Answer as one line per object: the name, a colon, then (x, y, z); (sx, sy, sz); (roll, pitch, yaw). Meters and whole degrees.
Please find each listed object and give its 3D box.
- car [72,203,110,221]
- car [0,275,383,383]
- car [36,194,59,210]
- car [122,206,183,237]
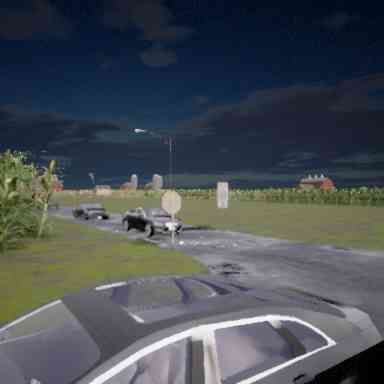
car: (-8.704, 1.620, 28.315); (2.033, 1.411, 5.357); (1, 0, -34)
car: (-0.512, 1.515, 2.432); (4.902, 1.511, 2.128); (1, -1, -33)
car: (-19.227, 1.265, 44.130); (2.150, 2.045, 5.566); (1, -1, -33)
car: (-2.347, 1.580, 18.830); (2.128, 1.511, 4.902); (1, 0, -34)
